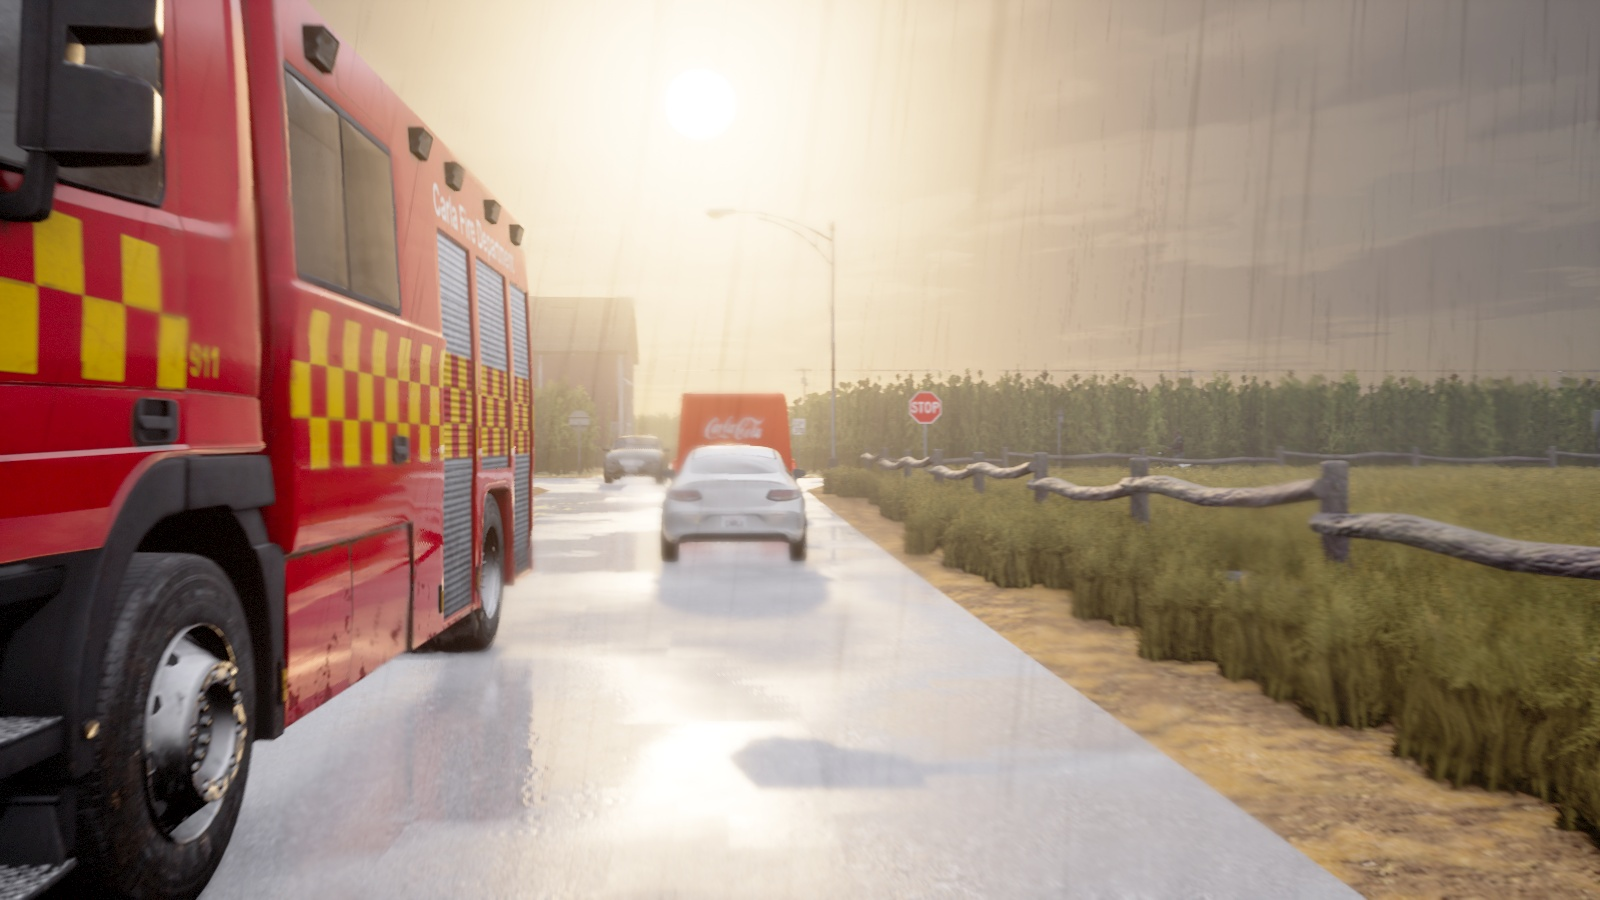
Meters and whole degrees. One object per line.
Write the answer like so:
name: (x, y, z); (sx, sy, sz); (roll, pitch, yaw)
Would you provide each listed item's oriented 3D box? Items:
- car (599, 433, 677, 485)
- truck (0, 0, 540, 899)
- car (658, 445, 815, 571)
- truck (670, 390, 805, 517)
car: (-5.140, 0.248, 40.426); (2.128, 1.511, 4.902); (1, 1, -3)
truck: (-3.407, -0.455, 6.192); (2.891, 3.827, 8.468); (0, 0, -3)
car: (-0.846, 0.661, 16.895); (1.812, 1.442, 4.674); (0, 0, -3)
truck: (-1.357, 0.034, 27.060); (2.627, 2.467, 5.204); (0, 1, -3)
